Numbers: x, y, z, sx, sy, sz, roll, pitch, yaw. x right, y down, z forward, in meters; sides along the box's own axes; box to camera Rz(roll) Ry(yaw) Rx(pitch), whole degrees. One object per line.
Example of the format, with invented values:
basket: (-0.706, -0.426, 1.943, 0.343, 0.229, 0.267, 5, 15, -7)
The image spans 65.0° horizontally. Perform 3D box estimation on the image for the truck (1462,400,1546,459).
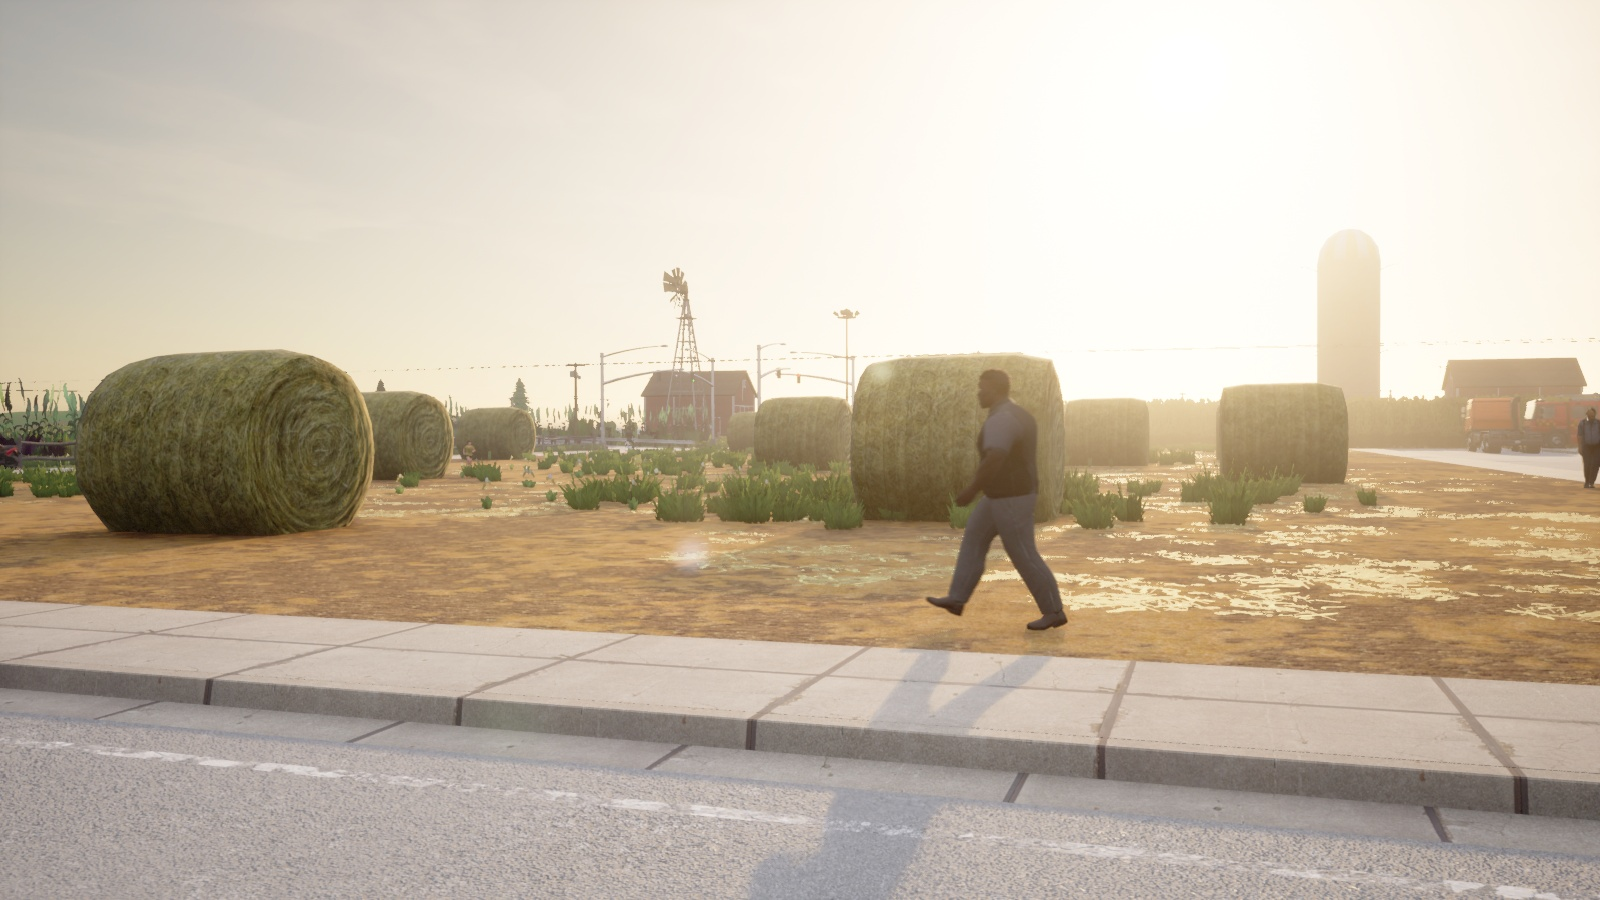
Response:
truck: (42.889, -1.250, 76.722, 2.891, 3.462, 7.936, 1, 1, 18)

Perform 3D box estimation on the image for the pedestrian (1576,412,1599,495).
pedestrian: (17.694, 0.072, 28.077, 0.540, 1.848, 0.694, 1, 1, 28)

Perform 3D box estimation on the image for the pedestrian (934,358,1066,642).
pedestrian: (1.391, 0.326, 8.692, 0.849, 1.883, 0.563, 0, 1, 14)

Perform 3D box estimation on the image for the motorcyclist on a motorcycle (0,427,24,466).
motorcyclist on a motorcycle: (-31.766, -0.136, 49.383, 0.797, 1.523, 2.044, 1, 1, 21)
